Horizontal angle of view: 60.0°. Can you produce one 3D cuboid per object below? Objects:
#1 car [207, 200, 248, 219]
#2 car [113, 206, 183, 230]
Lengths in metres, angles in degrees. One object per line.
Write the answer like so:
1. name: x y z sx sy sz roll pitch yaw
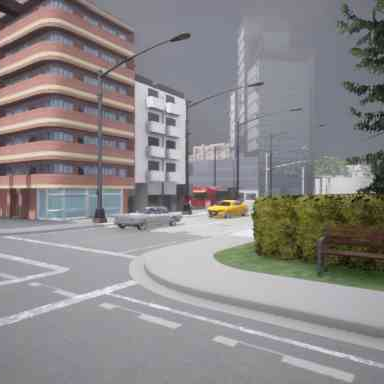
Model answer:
1. car: 3.208 1.478 29.505 1.882 1.535 5.008 0 0 36
2. car: -2.726 1.601 21.251 1.895 1.301 4.718 0 0 36
